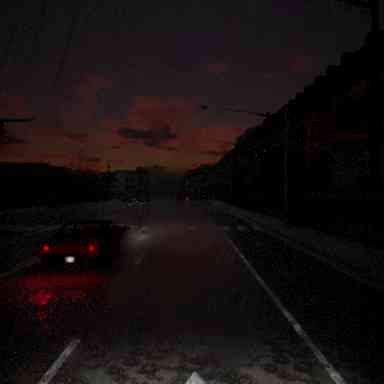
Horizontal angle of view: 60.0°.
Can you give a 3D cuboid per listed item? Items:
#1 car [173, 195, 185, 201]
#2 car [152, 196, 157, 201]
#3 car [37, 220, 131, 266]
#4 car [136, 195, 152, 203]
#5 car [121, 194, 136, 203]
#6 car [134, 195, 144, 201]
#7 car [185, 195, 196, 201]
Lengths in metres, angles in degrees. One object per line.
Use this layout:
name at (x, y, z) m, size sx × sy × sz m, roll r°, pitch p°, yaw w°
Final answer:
car at (-3.503, 1.784, 89.688) m, size 1.895 × 1.301 × 4.718 m, roll 0°, pitch 0°, yaw -3°
car at (-10.489, 1.781, 88.736) m, size 1.895 × 1.301 × 4.718 m, roll 0°, pitch 0°, yaw 0°
car at (-3.437, 1.626, 11.633) m, size 1.895 × 1.301 × 4.718 m, roll 0°, pitch 0°, yaw 0°
car at (-10.488, 1.680, 73.130) m, size 1.812 × 1.442 × 4.674 m, roll 0°, pitch 0°, yaw 0°
car at (-13.988, 1.381, 73.040) m, size 2.150 × 2.045 × 5.566 m, roll 0°, pitch 0°, yaw 0°
car at (-13.988, 1.689, 88.625) m, size 1.837 × 1.490 × 4.892 m, roll 0°, pitch 0°, yaw 0°
car at (-0.013, 1.711, 90.624) m, size 2.128 × 1.511 × 4.902 m, roll 0°, pitch 0°, yaw -3°
